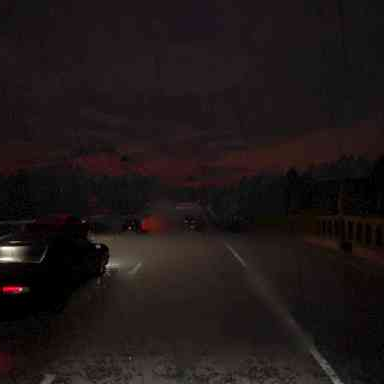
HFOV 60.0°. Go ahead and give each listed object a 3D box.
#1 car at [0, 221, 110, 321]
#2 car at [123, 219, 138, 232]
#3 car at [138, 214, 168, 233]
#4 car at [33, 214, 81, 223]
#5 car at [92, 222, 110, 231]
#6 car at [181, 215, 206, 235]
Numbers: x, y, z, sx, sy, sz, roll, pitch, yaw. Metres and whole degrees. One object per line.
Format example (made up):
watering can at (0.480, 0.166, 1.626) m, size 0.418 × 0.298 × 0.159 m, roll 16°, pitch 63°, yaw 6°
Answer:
car at (-3.397, 1.628, 7.686) m, size 2.033 × 1.411 × 5.357 m, roll 0°, pitch -1°, yaw 0°
car at (-6.886, 3.982, 39.291) m, size 1.837 × 1.490 × 4.892 m, roll 0°, pitch -6°, yaw 0°
car at (-3.389, 2.881, 30.921) m, size 2.097 × 1.767 × 4.553 m, roll 0°, pitch -6°, yaw 0°
car at (-6.893, 1.923, 17.571) m, size 1.882 × 1.535 × 5.008 m, roll 0°, pitch -3°, yaw 0°
car at (-17.485, 6.665, 64.185) m, size 2.097 × 1.767 × 4.553 m, roll 0°, pitch -7°, yaw 0°
car at (0.110, 2.626, 26.903) m, size 2.128 × 1.511 × 4.902 m, roll 0°, pitch -5°, yaw 0°
